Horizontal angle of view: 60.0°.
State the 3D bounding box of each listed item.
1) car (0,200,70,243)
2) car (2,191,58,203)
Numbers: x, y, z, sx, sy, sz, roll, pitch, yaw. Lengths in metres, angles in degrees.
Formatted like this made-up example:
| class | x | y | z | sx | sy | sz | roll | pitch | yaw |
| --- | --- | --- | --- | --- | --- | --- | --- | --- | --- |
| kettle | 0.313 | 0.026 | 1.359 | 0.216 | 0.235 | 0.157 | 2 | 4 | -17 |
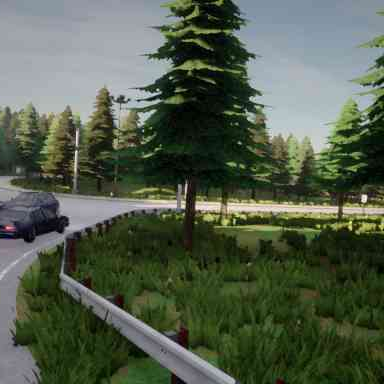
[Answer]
| class | x | y | z | sx | sy | sz | roll | pitch | yaw |
| --- | --- | --- | --- | --- | --- | --- | --- | --- | --- |
| car | -7.588 | 1.371 | 15.525 | 2.033 | 1.411 | 5.357 | 4 | 1 | 3 |
| car | -10.488 | 0.798 | 21.663 | 2.097 | 1.767 | 4.553 | 4 | 2 | 4 |
